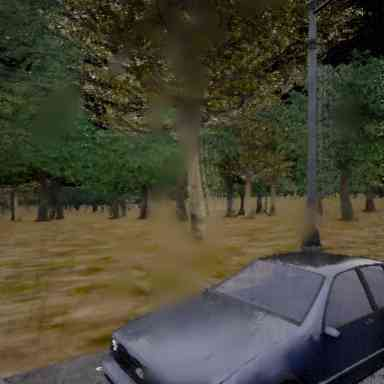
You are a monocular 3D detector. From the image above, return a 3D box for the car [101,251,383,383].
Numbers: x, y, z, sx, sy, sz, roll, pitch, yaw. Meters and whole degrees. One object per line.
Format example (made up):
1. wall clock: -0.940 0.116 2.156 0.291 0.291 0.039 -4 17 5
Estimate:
1. car: 1.614 1.598 4.563 5.357 1.411 2.033 1 -1 -36
